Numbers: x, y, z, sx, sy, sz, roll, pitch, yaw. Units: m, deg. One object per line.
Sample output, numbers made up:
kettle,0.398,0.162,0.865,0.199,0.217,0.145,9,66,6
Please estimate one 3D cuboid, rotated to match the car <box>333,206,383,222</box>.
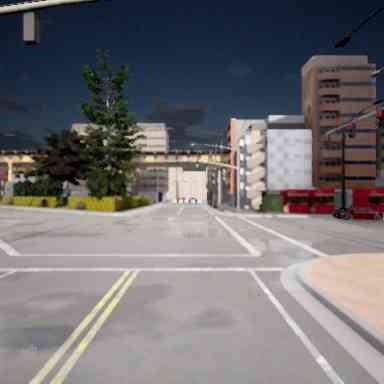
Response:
car,15.602,2.023,31.335,4.181,1.385,1.994,1,-1,0
